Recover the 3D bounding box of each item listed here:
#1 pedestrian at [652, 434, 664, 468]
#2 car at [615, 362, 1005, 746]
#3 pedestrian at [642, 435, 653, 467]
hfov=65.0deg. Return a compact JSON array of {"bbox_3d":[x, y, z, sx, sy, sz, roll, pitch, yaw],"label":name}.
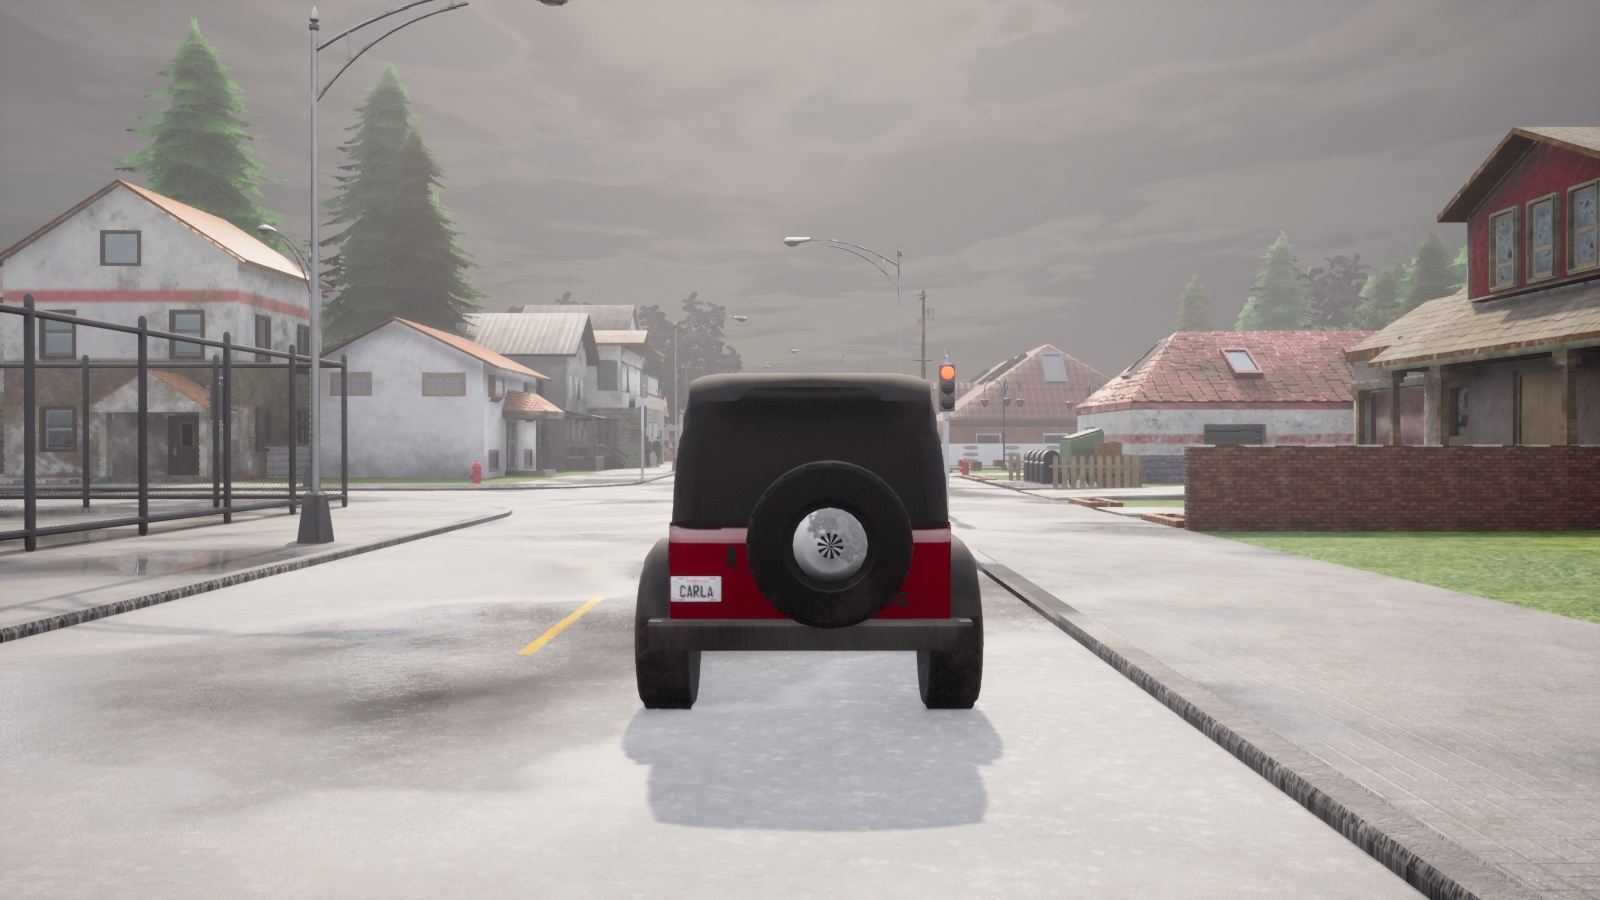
[{"bbox_3d":[-8.266,0.037,73.045,0.423,1.949,0.788,0,0,15],"label":"pedestrian"},{"bbox_3d":[0.055,0.497,8.079,1.905,1.878,3.866,0,0,0],"label":"car"},{"bbox_3d":[-8.497,0.054,70.039,0.328,1.805,0.869,0,0,14],"label":"pedestrian"}]
